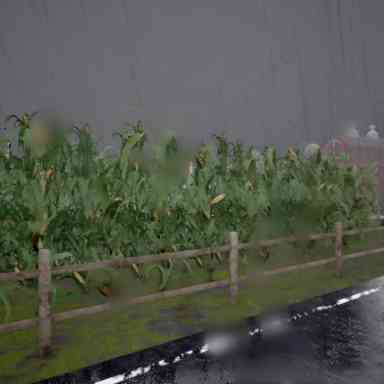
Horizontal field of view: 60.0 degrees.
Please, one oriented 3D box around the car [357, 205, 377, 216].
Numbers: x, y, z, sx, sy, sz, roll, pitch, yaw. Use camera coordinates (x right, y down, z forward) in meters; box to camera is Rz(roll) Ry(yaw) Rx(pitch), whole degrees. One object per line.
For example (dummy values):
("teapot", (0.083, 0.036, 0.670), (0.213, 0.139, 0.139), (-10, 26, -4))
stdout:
("car", (16.426, 1.827, 34.618), (2.033, 1.411, 5.357), (1, -1, -29))
